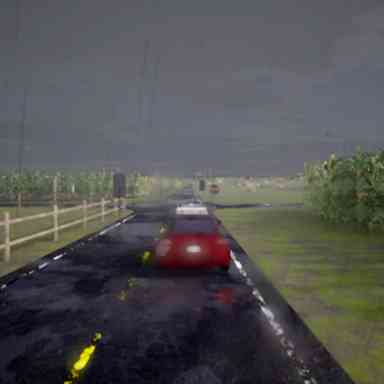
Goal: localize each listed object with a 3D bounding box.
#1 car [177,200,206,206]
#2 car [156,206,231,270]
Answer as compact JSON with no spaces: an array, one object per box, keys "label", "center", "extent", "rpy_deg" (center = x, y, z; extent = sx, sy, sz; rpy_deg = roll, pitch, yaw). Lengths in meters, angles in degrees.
[{"label":"car","center":[-0.046,1.153,21.798],"extent":[1.895,1.301,4.718],"rpy_deg":[0,1,-1]},{"label":"car","center":[0.030,1.355,10.278],"extent":[1.994,1.385,4.181],"rpy_deg":[0,1,0]}]
